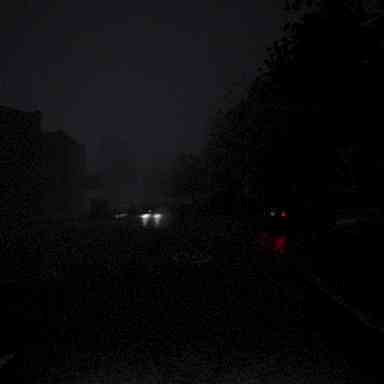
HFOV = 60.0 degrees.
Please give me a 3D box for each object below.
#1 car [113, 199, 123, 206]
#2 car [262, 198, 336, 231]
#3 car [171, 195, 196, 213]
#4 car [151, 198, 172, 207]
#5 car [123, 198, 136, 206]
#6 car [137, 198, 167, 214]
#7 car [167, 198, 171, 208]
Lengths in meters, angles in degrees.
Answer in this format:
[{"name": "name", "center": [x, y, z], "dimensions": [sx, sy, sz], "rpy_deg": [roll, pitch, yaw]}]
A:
[{"name": "car", "center": [-15.762, 2.282, 74.621], "dimensions": [4.892, 1.521, 2.231], "rpy_deg": [-4, -2, 42]}, {"name": "car", "center": [6.476, 1.185, 19.969], "dimensions": [4.553, 1.767, 2.097], "rpy_deg": [-3, 1, -28]}, {"name": "car", "center": [-1.008, 1.395, 44.398], "dimensions": [2.435, 2.045, 5.566], "rpy_deg": [0, -1, -7]}, {"name": "car", "center": [-5.666, 1.890, 60.858], "dimensions": [2.097, 1.535, 5.008], "rpy_deg": [-1, -1, -27]}, {"name": "car", "center": [-11.936, 2.097, 70.185], "dimensions": [2.097, 1.535, 5.008], "rpy_deg": [-1, 0, -41]}, {"name": "car", "center": [-4.205, 1.589, 35.814], "dimensions": [2.033, 1.411, 5.357], "rpy_deg": [0, -1, 0]}, {"name": "car", "center": [-3.461, 1.812, 55.559], "dimensions": [2.231, 1.521, 4.892], "rpy_deg": [0, 0, -18]}]
